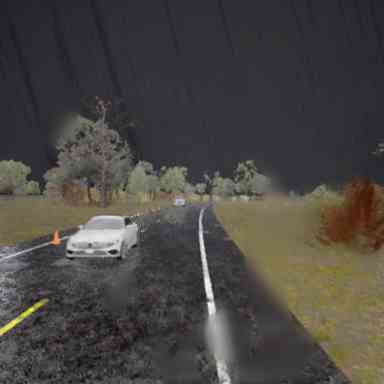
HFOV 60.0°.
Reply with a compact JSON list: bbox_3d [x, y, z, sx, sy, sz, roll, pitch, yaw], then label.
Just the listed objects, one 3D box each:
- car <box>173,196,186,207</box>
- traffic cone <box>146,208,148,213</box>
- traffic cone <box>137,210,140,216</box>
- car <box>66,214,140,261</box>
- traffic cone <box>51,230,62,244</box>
[{"bbox_3d":[-2.454,1.828,64.740,2.150,2.045,5.566,0,-1,-2],"label":"car"},{"bbox_3d":[-5.502,2.274,40.320,0.340,0.580,0.340,0,-1,2],"label":"traffic cone"},{"bbox_3d":[-5.705,2.220,35.304,0.340,0.580,0.340,0,-1,2],"label":"traffic cone"},{"bbox_3d":[-3.167,1.603,12.697,1.812,1.442,4.674,0,0,1],"label":"car"},{"bbox_3d":[-6.202,2.054,15.231,0.340,0.580,0.340,0,0,1],"label":"traffic cone"}]
